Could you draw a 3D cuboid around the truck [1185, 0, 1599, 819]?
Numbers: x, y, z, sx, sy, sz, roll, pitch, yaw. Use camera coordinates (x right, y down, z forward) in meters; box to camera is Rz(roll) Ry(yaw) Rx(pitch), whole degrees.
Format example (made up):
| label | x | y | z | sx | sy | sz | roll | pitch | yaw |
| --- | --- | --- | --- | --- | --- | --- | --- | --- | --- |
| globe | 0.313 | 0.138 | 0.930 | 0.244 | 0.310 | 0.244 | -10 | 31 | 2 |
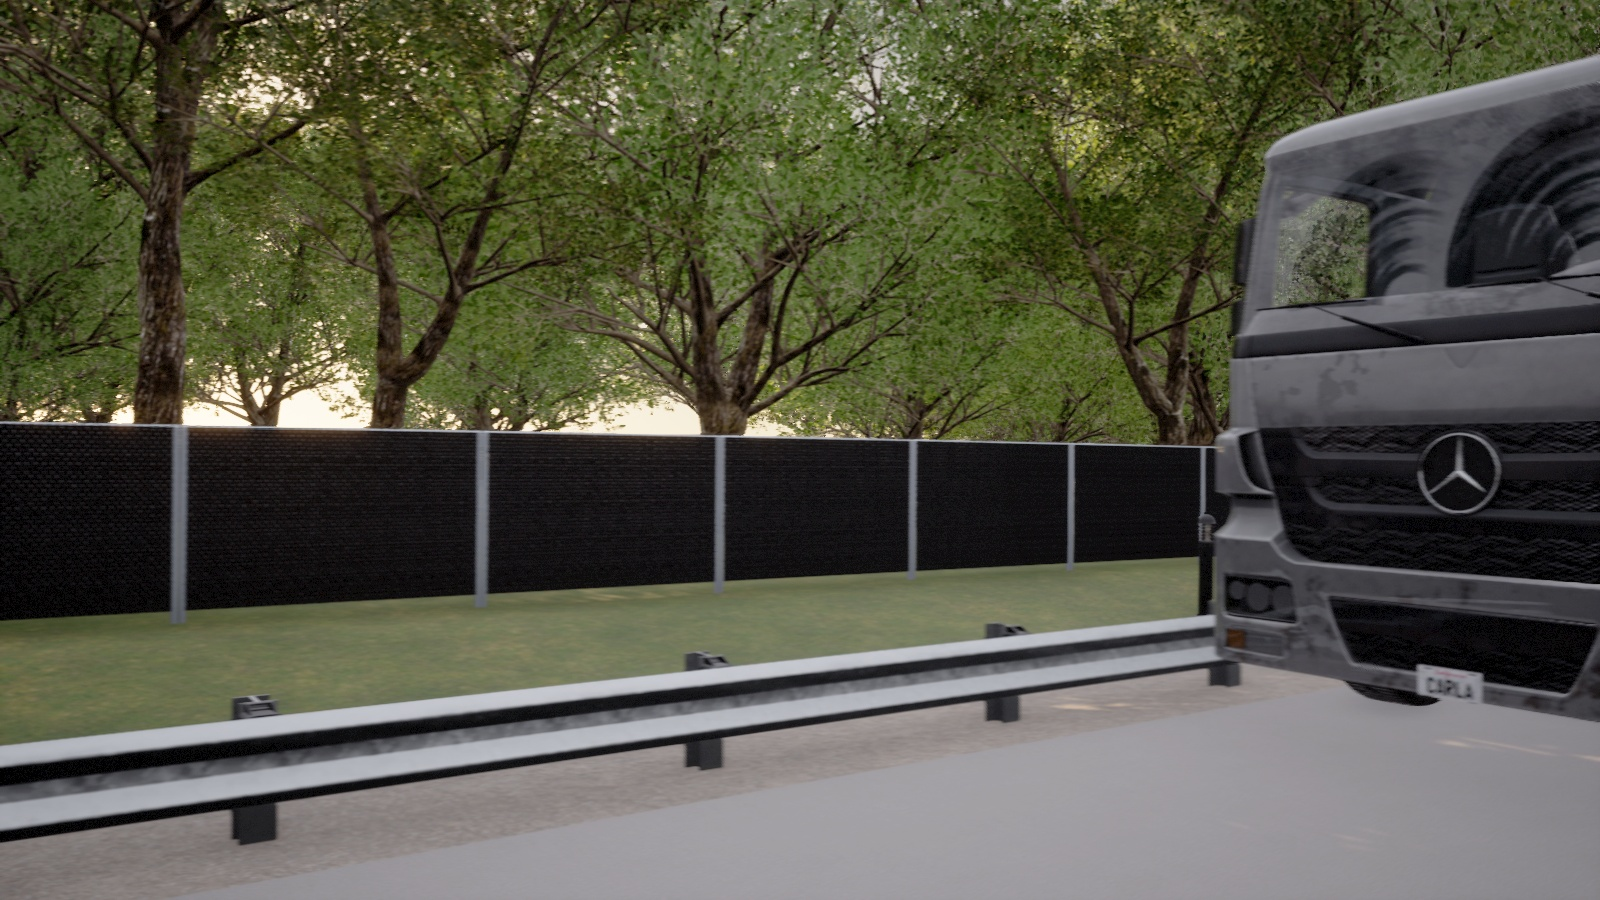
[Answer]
| label | x | y | z | sx | sy | sz | roll | pitch | yaw |
| --- | --- | --- | --- | --- | --- | --- | --- | --- | --- |
| truck | 6.203 | -0.228 | 7.851 | 7.936 | 3.462 | 2.891 | 0 | 0 | -34 |
